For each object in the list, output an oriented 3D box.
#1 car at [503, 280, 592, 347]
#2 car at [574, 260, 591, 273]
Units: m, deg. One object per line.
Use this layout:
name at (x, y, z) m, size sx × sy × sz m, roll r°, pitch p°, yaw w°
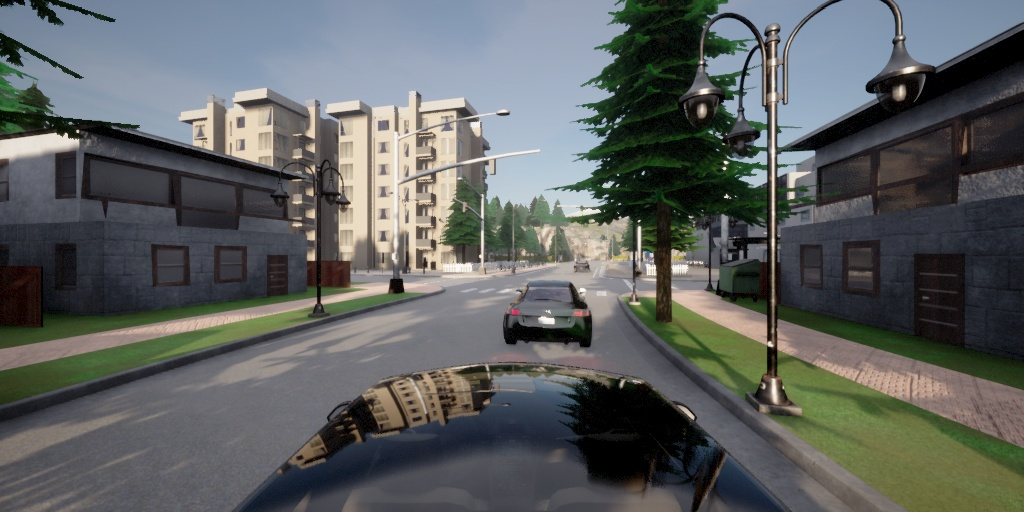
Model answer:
car at (1.007, 1.314, 9.410) m, size 1.994 × 1.385 × 4.181 m, roll 0°, pitch 0°, yaw 8°
car at (8.793, 1.276, 44.941) m, size 2.128 × 1.511 × 4.902 m, roll 0°, pitch 0°, yaw 14°
